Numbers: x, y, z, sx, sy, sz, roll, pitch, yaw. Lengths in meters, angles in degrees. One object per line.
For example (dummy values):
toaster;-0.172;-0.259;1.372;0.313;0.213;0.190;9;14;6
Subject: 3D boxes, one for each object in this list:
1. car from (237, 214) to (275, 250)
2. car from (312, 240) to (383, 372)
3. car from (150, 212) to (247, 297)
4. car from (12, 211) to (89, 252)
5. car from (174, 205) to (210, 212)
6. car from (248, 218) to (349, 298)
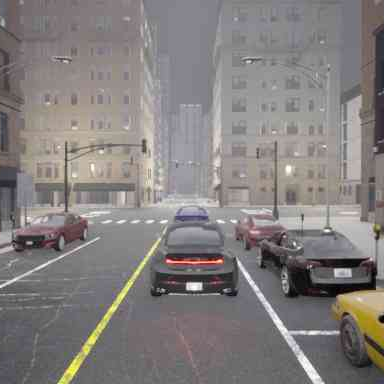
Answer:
car;2.830;1.579;13.944;1.802;1.307;4.206;-1;0;0
car;2.859;1.525;2.942;1.752;1.417;4.829;-1;0;0
car;0.048;1.503;8.586;1.837;1.490;4.892;0;0;0
car;-5.715;1.542;13.919;1.887;1.381;4.507;-1;0;0
car;-0.012;1.474;18.536;1.882;1.535;5.008;0;0;0
car;2.845;1.564;8.358;1.947;1.339;4.313;-1;0;0
